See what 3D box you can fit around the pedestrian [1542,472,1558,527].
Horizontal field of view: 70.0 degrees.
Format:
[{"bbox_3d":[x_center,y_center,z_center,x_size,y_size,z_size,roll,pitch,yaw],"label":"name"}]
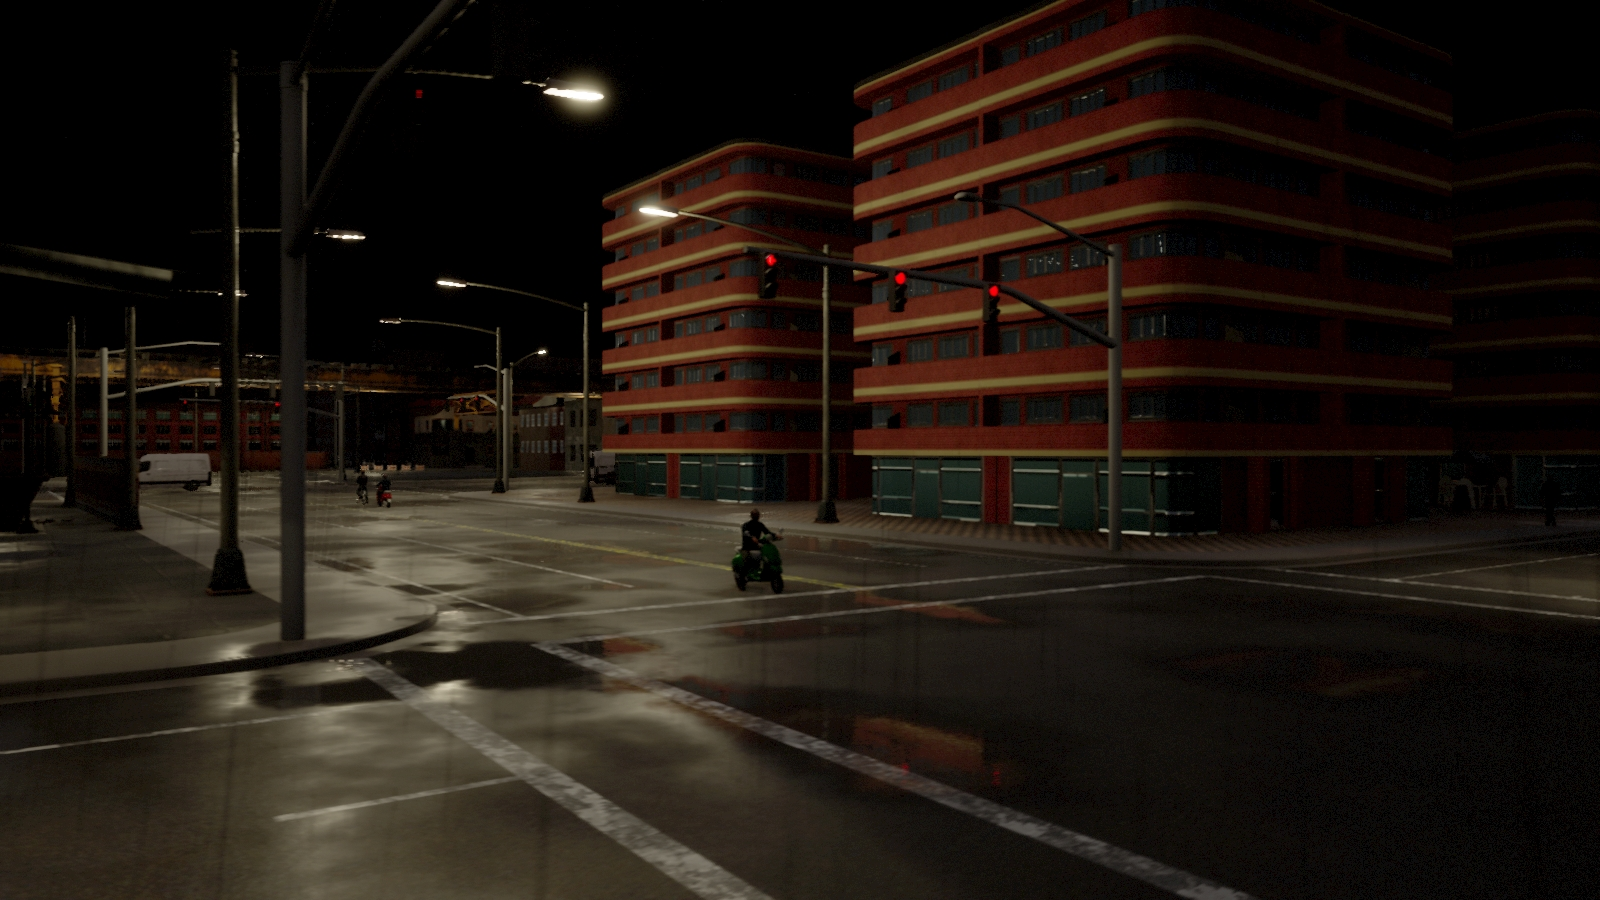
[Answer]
[{"bbox_3d":[25.810,1.696,39.313,0.375,1.860,0.375,0,0,-38],"label":"pedestrian"}]
